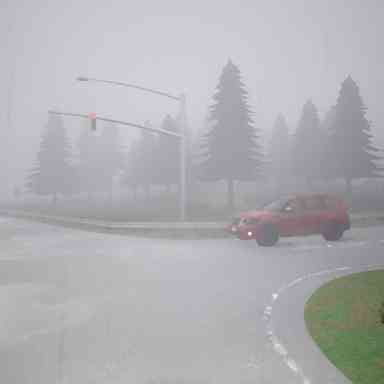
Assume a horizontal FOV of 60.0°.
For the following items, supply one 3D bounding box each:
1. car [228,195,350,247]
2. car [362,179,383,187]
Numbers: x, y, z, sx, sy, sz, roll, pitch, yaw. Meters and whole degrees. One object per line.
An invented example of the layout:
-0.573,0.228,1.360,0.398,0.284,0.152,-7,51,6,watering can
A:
4.382,1.178,14.917,5.566,2.045,2.150,-1,0,-19,car
23.111,-0.974,41.545,1.837,1.490,4.892,0,4,1,car
